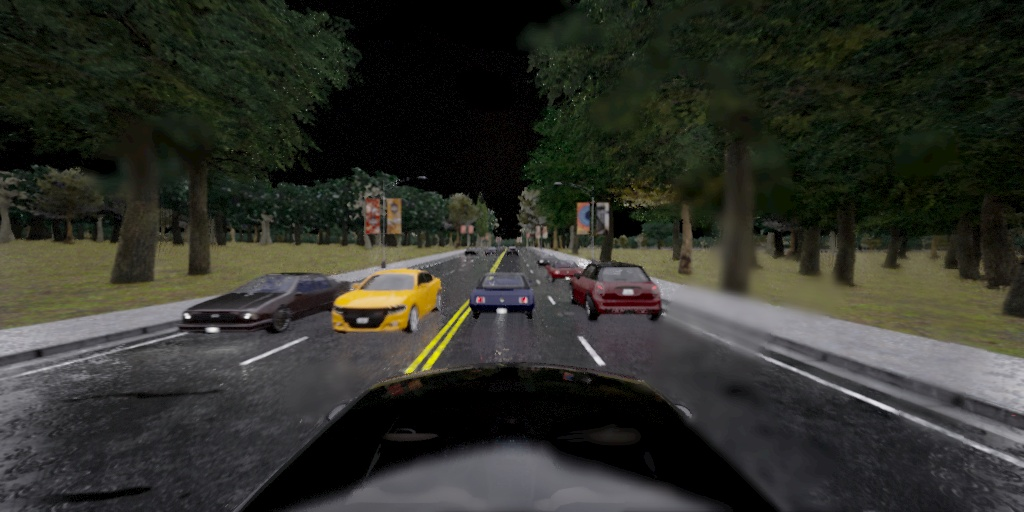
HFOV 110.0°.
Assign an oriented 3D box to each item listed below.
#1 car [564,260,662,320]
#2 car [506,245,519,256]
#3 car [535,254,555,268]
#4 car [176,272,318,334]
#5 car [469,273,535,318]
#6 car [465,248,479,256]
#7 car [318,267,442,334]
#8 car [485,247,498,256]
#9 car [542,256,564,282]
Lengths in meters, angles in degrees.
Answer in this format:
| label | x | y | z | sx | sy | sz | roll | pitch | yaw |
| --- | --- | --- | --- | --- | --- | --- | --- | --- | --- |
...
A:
| label | x | y | z | sx | sy | sz | roll | pitch | yaw |
| --- | --- | --- | --- | --- | --- | --- | --- | --- | --- |
| car | 3.249 | 0.973 | 12.143 | 2.097 | 1.767 | 4.553 | 0 | 1 | 0 |
| car | 0.061 | -0.874 | 59.883 | 1.837 | 1.490 | 4.892 | 0 | 3 | 0 |
| car | 3.247 | 0.415 | 34.182 | 1.895 | 1.301 | 4.718 | 0 | 3 | 0 |
| car | -6.603 | 1.198 | 10.564 | 2.033 | 1.411 | 5.357 | 0 | 1 | 0 |
| car | -0.240 | 1.219 | 12.333 | 1.895 | 1.301 | 4.718 | 0 | 1 | 1 |
| car | -6.505 | -0.686 | 57.853 | 1.895 | 1.301 | 4.718 | 0 | 3 | 0 |
| car | -3.350 | 1.129 | 10.531 | 1.882 | 1.535 | 5.008 | 0 | 1 | 0 |
| car | -3.255 | -0.741 | 57.883 | 2.033 | 1.411 | 5.357 | 0 | 3 | 0 |
| car | 3.248 | 0.902 | 23.194 | 1.895 | 1.301 | 4.718 | 0 | 2 | 0 |
